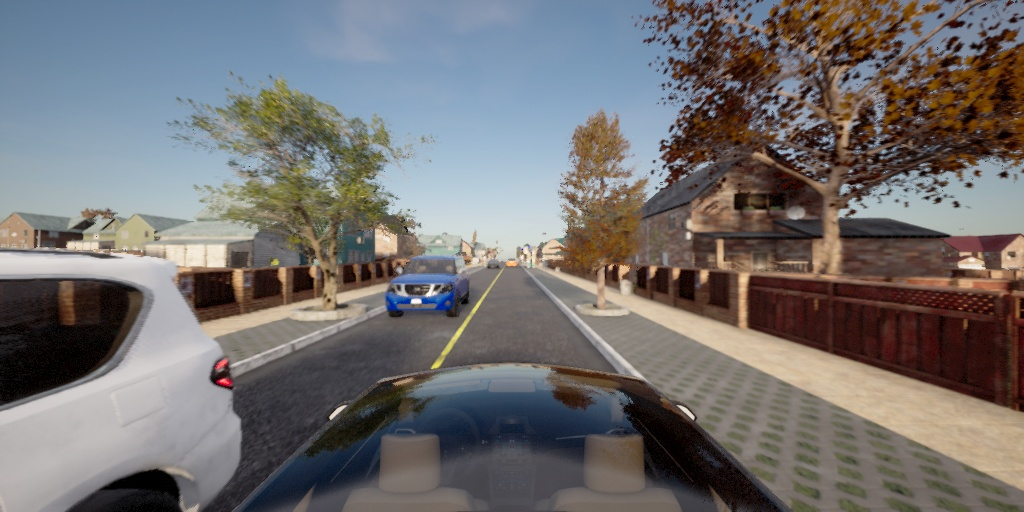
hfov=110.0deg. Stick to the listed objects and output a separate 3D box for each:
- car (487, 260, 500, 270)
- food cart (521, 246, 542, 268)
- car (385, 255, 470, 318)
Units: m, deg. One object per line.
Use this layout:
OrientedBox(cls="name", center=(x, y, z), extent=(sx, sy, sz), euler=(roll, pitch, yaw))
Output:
OrientedBox(cls="car", center=(-2.840, 1.287, 55.412), extent=(1.882, 1.535, 5.008), euler=(0, 0, 1))
OrientedBox(cls="food cart", center=(2.970, 0.275, 56.857), extent=(2.280, 3.560, 4.660), euler=(0, 0, 0))
OrientedBox(cls="car", center=(-2.844, 0.972, 13.359), extent=(2.150, 2.045, 5.566), euler=(0, 0, 0))
